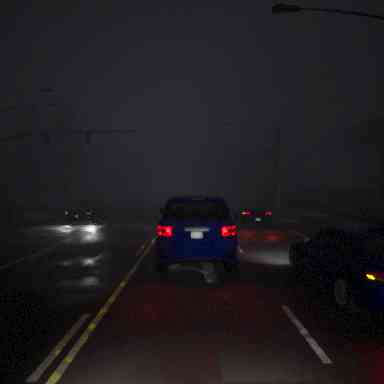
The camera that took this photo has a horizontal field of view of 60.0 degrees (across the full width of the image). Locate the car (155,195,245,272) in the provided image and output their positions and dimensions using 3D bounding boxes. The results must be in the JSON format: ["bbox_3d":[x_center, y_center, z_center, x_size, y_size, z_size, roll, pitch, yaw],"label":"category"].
[{"bbox_3d":[0.102,1.110,10.564,2.150,2.045,5.566,0,0,0],"label":"car"}]

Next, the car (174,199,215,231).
[{"bbox_3d":[0.112,1.251,20.036,2.128,1.511,4.902,0,1,0],"label":"car"}]

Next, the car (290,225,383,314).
[{"bbox_3d":[3.602,1.458,7.302,1.812,1.442,4.674,0,1,0],"label":"car"}]

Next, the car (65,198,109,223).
[{"bbox_3d":[-7.016,1.226,22.702,1.837,1.490,4.892,0,0,0],"label":"car"}]

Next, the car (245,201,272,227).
[{"bbox_3d":[3.605,1.284,20.348,1.812,1.442,4.674,0,1,0],"label":"car"}]
